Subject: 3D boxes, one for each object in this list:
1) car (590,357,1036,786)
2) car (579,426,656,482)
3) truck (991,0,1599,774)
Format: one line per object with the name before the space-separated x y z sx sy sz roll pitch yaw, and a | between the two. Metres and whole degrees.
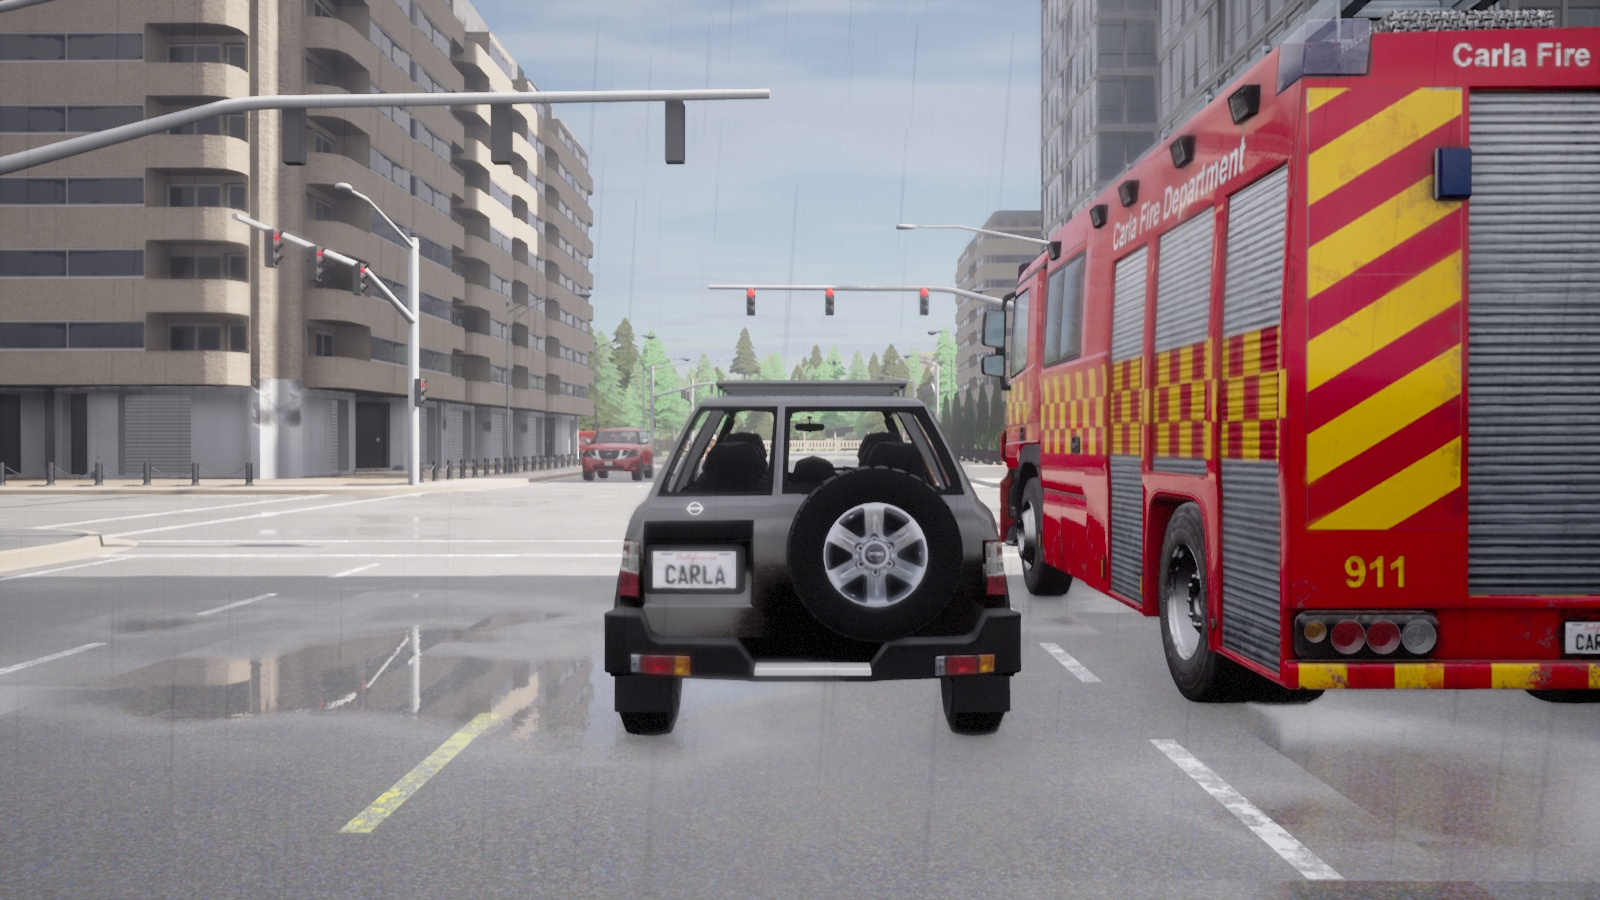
car | 0.061 0.511 7.740 1.932 1.855 4.605 0 0 0
car | -7.032 0.130 48.942 2.150 2.045 5.566 0 0 1
truck | 3.573 -0.482 9.878 2.891 3.827 8.468 0 0 0
